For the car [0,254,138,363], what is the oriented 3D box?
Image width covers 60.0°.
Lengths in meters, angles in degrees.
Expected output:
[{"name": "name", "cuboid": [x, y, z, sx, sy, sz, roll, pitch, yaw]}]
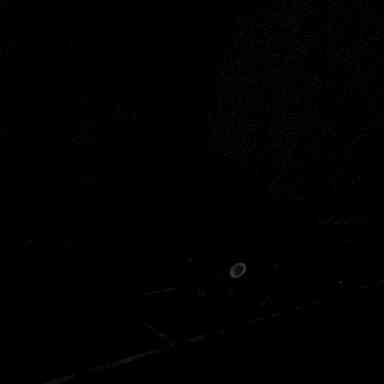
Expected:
[{"name": "car", "cuboid": [-2.791, 1.585, 4.541, 4.206, 1.307, 1.802, 1, 0, -36]}]

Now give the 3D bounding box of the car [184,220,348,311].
[{"name": "car", "cuboid": [1.801, 1.500, 7.817, 4.097, 1.590, 1.967, 1, 0, -36]}]
